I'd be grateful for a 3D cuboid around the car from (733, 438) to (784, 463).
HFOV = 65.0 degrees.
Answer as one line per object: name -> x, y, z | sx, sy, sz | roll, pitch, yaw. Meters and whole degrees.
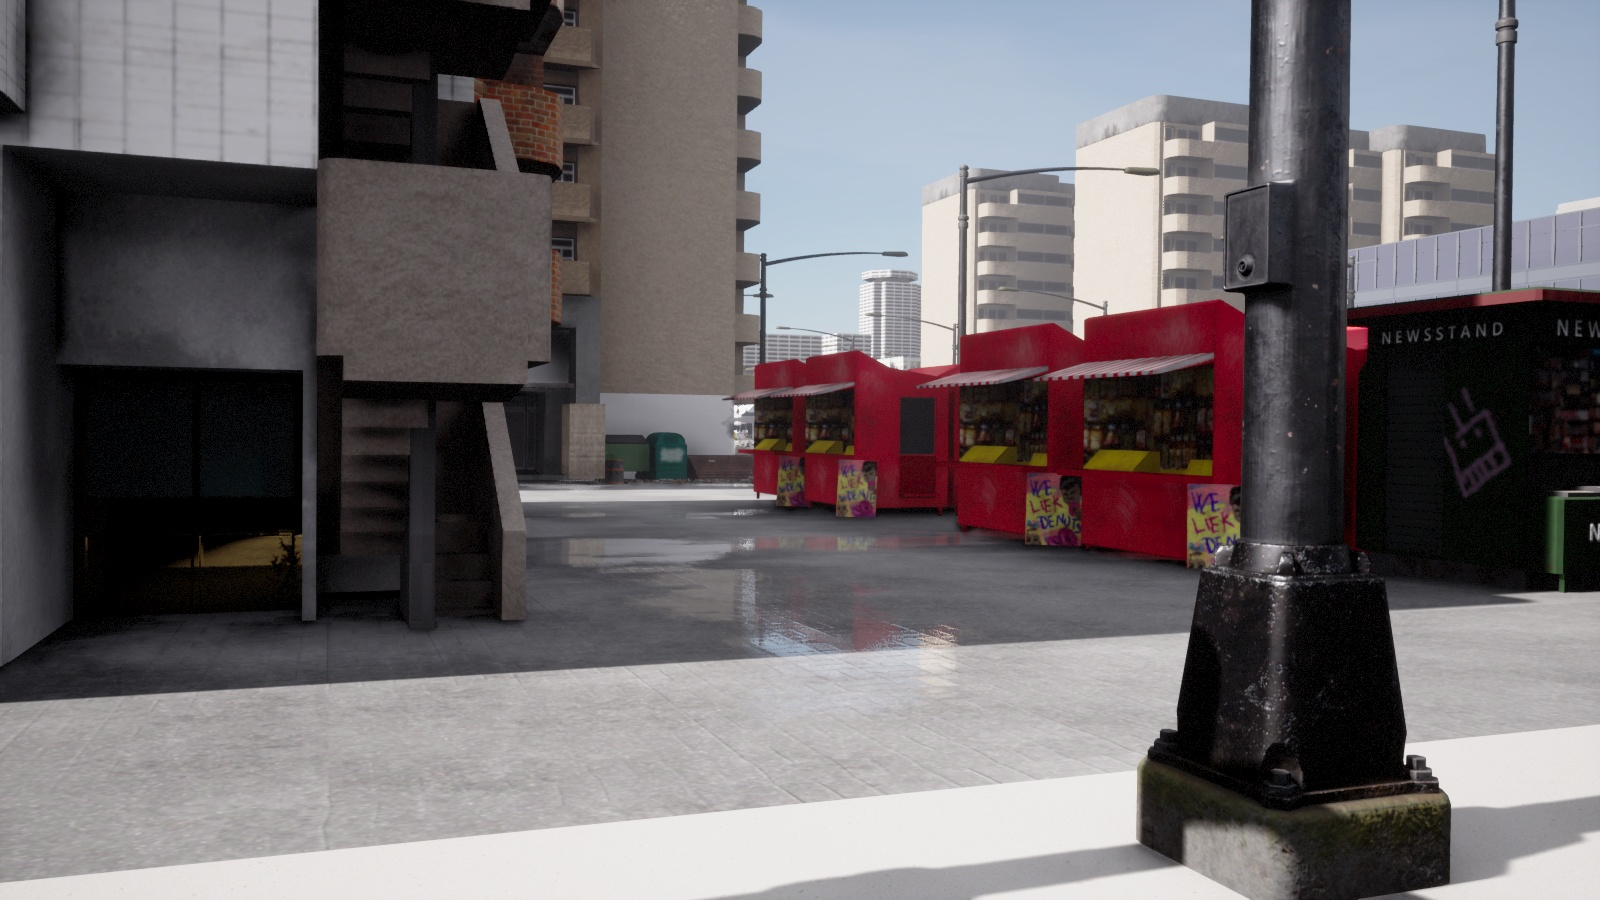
car -> -2.973, 0.010, 88.460 | 2.242, 1.667, 4.611 | -1, 2, -21
